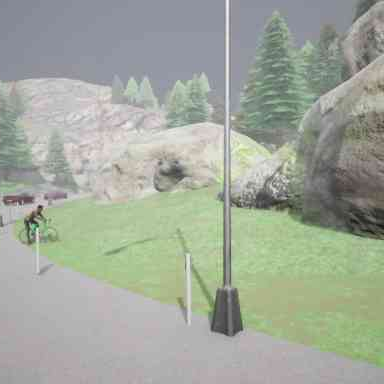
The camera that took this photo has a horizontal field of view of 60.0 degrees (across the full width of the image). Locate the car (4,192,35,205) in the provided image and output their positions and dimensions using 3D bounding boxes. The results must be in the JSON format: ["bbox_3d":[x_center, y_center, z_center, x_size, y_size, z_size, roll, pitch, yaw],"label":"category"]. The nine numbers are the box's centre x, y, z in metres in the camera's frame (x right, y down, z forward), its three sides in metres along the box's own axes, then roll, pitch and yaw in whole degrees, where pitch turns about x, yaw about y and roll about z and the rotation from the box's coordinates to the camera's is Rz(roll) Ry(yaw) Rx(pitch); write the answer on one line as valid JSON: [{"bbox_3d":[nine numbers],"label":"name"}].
[{"bbox_3d":[-21.067,0.748,40.797,1.882,1.535,5.008,0,2,-2],"label":"car"}]

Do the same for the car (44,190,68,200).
[{"bbox_3d":[-20.912,0.443,51.245,1.994,1.385,4.181,0,2,9],"label":"car"}]

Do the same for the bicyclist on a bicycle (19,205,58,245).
[{"bbox_3d":[-6.462,1.370,13.946,1.656,1.620,0.582,-3,3,2],"label":"bicyclist on a bicycle"}]
